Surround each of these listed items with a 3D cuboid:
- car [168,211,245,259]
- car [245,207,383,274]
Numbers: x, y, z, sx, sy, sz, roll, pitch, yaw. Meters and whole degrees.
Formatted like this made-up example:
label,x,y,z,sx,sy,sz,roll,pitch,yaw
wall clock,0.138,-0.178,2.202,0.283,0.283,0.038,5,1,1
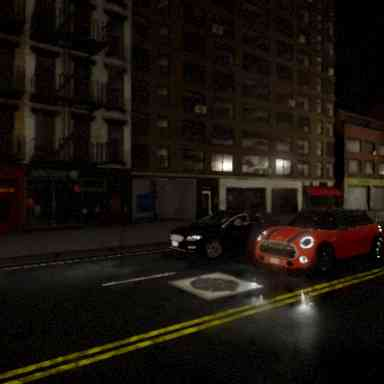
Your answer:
label,x,y,z,sx,sy,sz,roll,pitch,yaw
car,1.421,1.484,12.692,4.902,1.511,2.128,0,0,-36
car,4.148,1.343,10.645,4.553,1.767,2.097,0,0,-36
